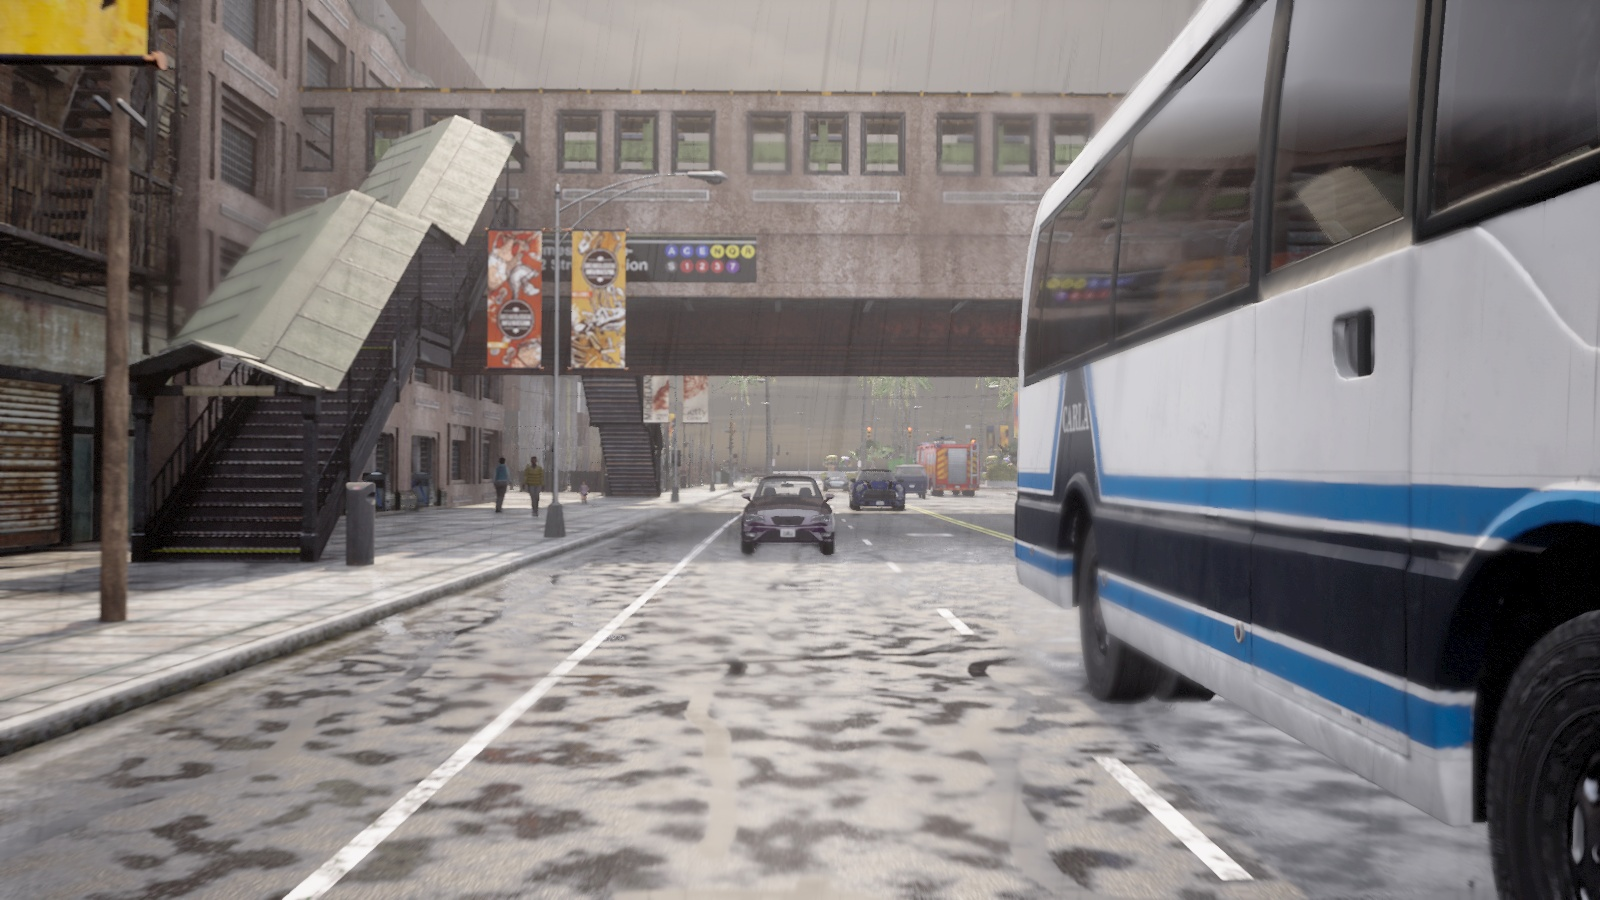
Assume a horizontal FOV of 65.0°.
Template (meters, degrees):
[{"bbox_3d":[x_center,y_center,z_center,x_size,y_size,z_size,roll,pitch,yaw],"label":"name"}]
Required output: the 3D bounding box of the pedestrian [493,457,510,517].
[{"bbox_3d":[-9.721,1.203,40.957,0.396,1.930,0.692,0,-1,0],"label":"pedestrian"}]

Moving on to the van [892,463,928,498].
[{"bbox_3d":[6.483,1.802,74.396,1.775,1.987,4.442,0,-1,1],"label":"van"}]

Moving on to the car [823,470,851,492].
[{"bbox_3d":[2.847,2.394,98.108,2.033,1.649,4.856,0,-1,-1],"label":"car"}]

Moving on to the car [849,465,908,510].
[{"bbox_3d":[3.184,1.538,51.847,2.097,1.767,4.553,0,-1,0],"label":"car"}]

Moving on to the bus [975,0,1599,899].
[{"bbox_3d":[3.479,-0.475,5.961,3.944,4.253,10.273,0,-1,1],"label":"bus"}]

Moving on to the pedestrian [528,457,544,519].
[{"bbox_3d":[-7.946,1.142,37.772,0.431,1.840,0.709,0,-1,-14],"label":"pedestrian"}]

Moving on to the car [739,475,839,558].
[{"bbox_3d":[-0.219,1.250,24.872,1.816,1.474,4.193,0,-1,0],"label":"car"}]

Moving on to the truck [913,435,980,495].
[{"bbox_3d":[9.656,1.032,83.915,2.891,3.827,8.468,0,-1,-4],"label":"truck"}]
